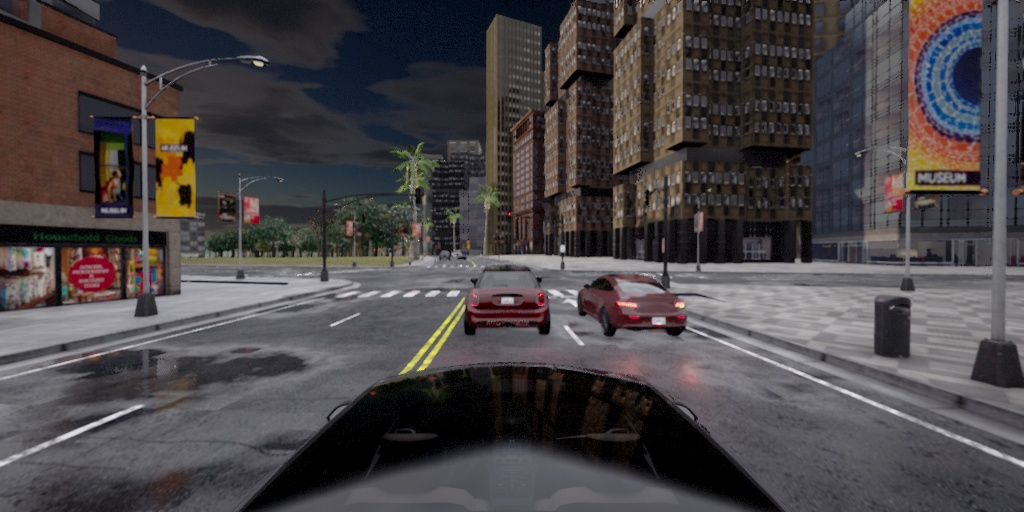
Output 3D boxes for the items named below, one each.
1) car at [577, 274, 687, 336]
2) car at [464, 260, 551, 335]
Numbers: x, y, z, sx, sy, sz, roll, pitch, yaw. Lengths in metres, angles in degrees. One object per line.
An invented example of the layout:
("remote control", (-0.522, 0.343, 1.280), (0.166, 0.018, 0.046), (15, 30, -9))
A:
("car", (3.102, 1.215, 10.032), (1.812, 1.442, 4.674), (0, 0, -2))
("car", (-0.159, 1.039, 10.454), (2.097, 1.767, 4.553), (0, 0, -1))
